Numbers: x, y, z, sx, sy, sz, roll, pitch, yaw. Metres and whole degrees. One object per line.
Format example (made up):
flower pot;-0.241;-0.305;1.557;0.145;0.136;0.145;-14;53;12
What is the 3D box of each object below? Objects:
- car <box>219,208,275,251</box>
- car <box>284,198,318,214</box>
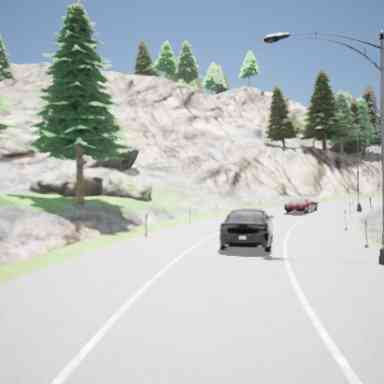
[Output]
car;2.378;1.406;13.932;1.882;1.535;5.008;0;1;15
car;9.915;1.191;29.927;1.895;1.301;4.718;-1;1;34
